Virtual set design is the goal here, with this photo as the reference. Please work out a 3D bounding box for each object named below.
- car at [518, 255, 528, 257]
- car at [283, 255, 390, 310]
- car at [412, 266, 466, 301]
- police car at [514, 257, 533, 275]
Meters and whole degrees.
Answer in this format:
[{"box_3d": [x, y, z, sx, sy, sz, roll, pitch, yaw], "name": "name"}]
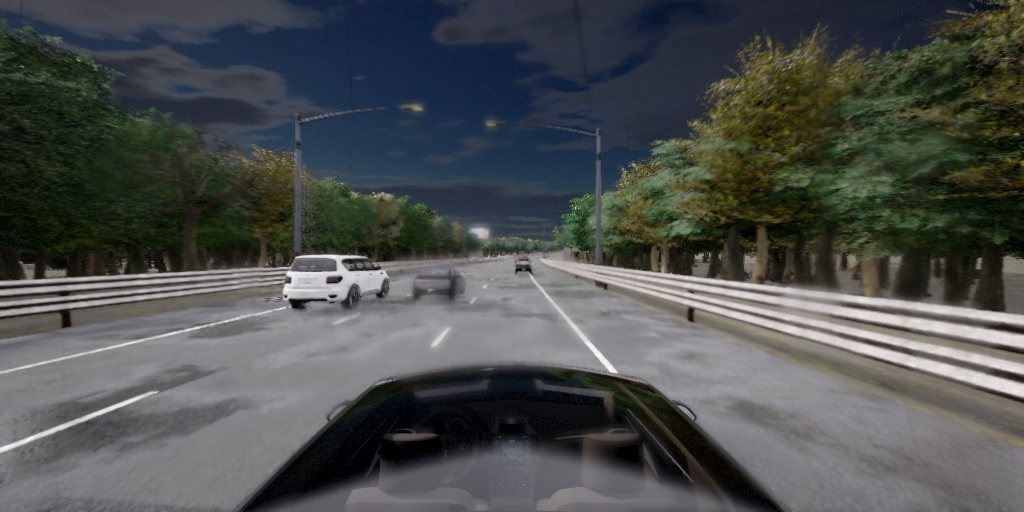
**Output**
[{"box_3d": [1.685, 0.982, 55.855, 2.150, 2.045, 5.566, 0, 0, 2], "name": "car"}, {"box_3d": [-6.893, 0.973, 14.788, 2.150, 2.045, 5.566, 0, 0, 0], "name": "car"}, {"box_3d": [-3.387, 1.242, 17.342, 2.128, 1.511, 4.902, 0, 0, 0], "name": "car"}, {"box_3d": [1.279, 1.179, 40.065, 1.930, 1.638, 5.238, 0, 0, 1], "name": "police car"}]
